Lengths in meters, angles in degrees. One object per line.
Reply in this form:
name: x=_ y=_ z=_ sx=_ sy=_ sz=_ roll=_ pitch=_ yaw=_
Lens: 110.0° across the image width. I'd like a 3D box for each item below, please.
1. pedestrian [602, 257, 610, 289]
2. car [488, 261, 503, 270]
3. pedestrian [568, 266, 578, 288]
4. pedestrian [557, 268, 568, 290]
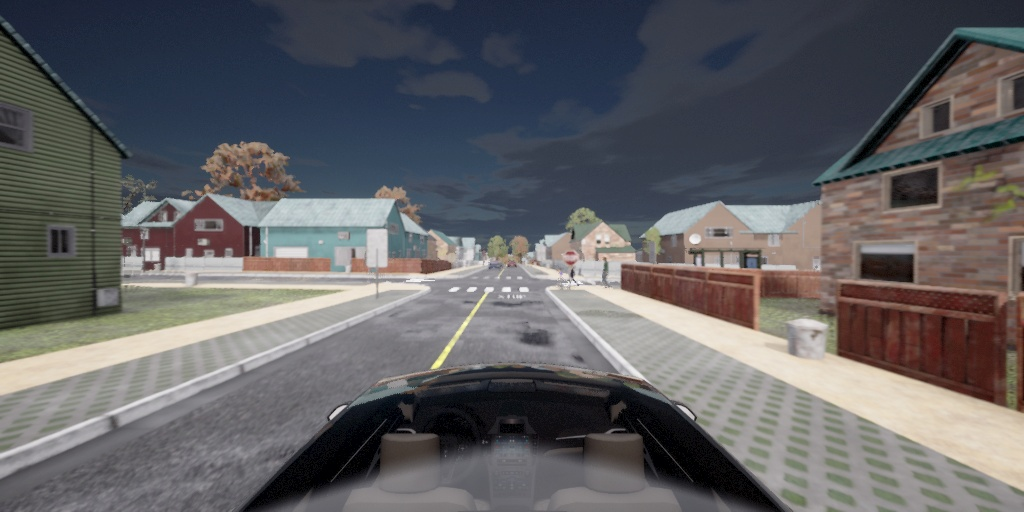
pedestrian: x=5.334 y=0.924 z=20.246 sx=0.375 sy=1.860 sz=0.375 roll=-1 pitch=1 yaw=0
car: x=-2.779 y=1.500 z=57.116 sx=2.033 sy=1.411 sz=5.357 roll=0 pitch=0 yaw=1
pedestrian: x=3.451 y=0.921 z=20.846 sx=0.375 sy=1.860 sz=0.375 roll=-1 pitch=1 yaw=0
pedestrian: x=2.683 y=1.189 z=19.649 sx=0.375 sy=1.300 sz=0.375 roll=-1 pitch=1 yaw=0
